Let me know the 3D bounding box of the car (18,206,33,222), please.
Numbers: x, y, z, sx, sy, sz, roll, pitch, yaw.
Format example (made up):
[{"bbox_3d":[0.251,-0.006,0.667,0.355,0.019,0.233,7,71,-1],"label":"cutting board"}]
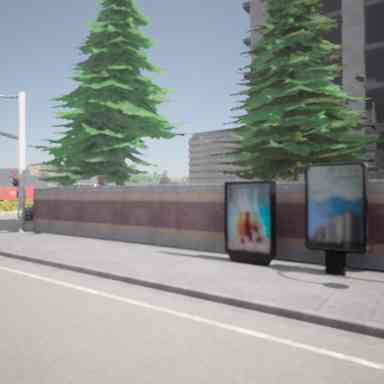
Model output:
[{"bbox_3d":[-11.349,1.622,26.603,1.812,1.442,4.674,-1,0,35],"label":"car"}]
